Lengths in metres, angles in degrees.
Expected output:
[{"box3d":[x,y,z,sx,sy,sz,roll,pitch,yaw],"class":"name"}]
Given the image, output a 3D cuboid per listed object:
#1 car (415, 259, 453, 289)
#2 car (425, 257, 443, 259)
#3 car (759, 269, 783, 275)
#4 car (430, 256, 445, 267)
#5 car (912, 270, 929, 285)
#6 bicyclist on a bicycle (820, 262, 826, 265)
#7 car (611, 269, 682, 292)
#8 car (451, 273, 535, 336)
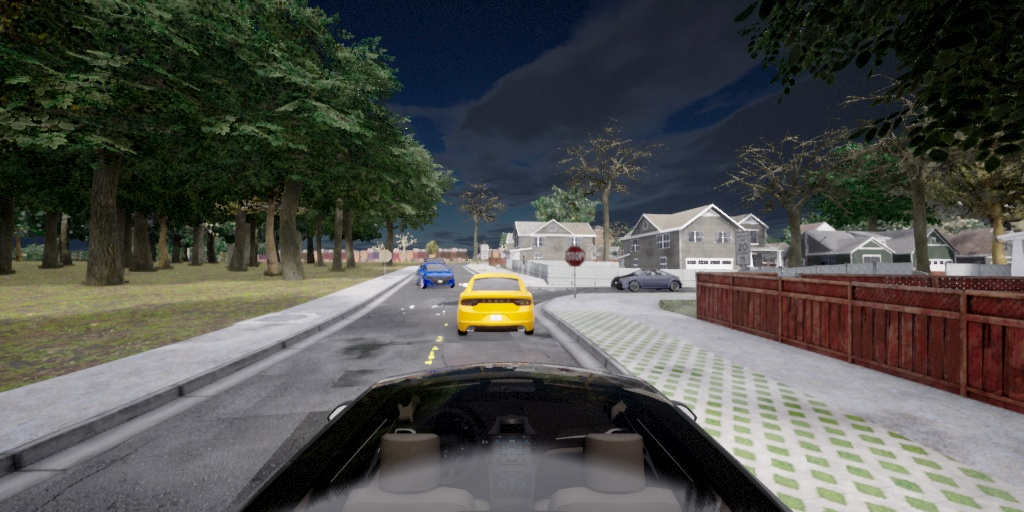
[{"box3d":[-4.949,1.165,22.634,1.882,1.535,5.008,0,0,-21],"class":"car"},{"box3d":[-7.806,0.974,34.451,2.097,1.767,4.553,0,0,-11],"class":"car"},{"box3d":[17.002,1.616,24.162,4.674,1.442,1.812,1,-3,-10],"class":"car"},{"box3d":[-12.183,0.924,58.797,2.097,1.767,4.553,0,0,-8],"class":"car"},{"box3d":[28.356,1.779,26.225,4.892,1.490,1.837,1,-3,-10],"class":"car"},{"box3d":[15.826,1.104,18.011,0.582,1.620,1.656,1,-3,-10],"class":"bicyclist on a bicycle"},{"box3d":[8.423,1.517,22.593,4.181,1.385,1.994,1,-3,-9],"class":"car"},{"box3d":[-0.464,1.226,10.491,1.882,1.535,5.008,0,0,-3],"class":"car"}]
